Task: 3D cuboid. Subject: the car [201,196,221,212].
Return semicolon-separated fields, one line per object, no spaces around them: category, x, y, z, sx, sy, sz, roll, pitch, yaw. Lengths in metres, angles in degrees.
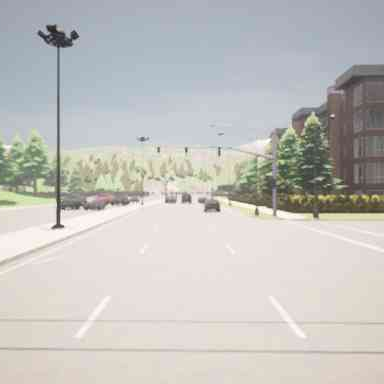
car;2.377;1.623;40.164;1.837;1.490;4.892;0;0;-1

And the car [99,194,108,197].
car;-16.161;1.410;61.612;2.150;2.045;5.566;0;0;0

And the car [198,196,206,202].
car;2.388;1.772;81.366;1.994;1.385;4.181;0;0;0

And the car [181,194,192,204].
car;-1.139;1.429;70.447;2.150;2.045;5.566;0;0;0

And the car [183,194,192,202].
car;-1.113;1.443;81.092;2.150;2.045;5.566;0;0;0

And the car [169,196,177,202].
car;-4.613;1.719;81.070;1.837;1.490;4.892;0;0;0

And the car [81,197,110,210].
car;-12.724;1.699;43.945;1.994;1.385;4.181;0;0;0

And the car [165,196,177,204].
car;-4.637;1.568;71.142;2.097;1.767;4.553;0;0;0

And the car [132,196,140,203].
car;-12.632;1.656;73.121;1.812;1.442;4.674;0;0;0

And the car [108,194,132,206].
car;-12.683;1.402;59.099;2.150;2.045;5.566;0;0;1

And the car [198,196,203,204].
car;2.363;1.733;71.299;2.128;1.511;4.902;0;0;0

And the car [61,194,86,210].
car;-16.227;1.365;46.301;2.150;2.045;5.566;0;0;0
